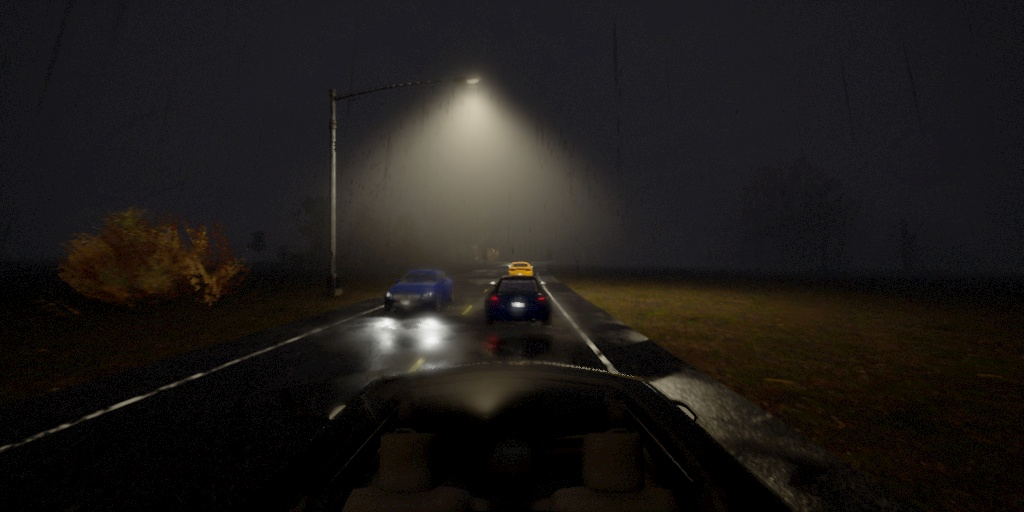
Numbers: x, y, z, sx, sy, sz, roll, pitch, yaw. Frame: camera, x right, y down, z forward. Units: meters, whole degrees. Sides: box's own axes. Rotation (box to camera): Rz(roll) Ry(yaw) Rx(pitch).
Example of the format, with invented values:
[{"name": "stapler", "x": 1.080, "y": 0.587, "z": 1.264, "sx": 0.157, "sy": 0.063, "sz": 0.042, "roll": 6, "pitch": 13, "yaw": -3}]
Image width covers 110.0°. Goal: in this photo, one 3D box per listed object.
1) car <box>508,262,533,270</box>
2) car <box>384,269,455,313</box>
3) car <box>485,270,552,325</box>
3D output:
[{"name": "car", "x": 0.720, "y": 1.233, "z": 29.472, "sx": 1.882, "sy": 1.535, "sz": 5.008, "roll": 0, "pitch": 0, "yaw": 2}, {"name": "car", "x": -3.449, "y": 1.277, "z": 14.149, "sx": 1.812, "sy": 1.442, "sz": 4.674, "roll": 0, "pitch": 0, "yaw": 1}, {"name": "car", "x": 0.210, "y": 1.316, "z": 11.853, "sx": 1.994, "sy": 1.385, "sz": 4.181, "roll": 0, "pitch": 0, "yaw": 1}]
